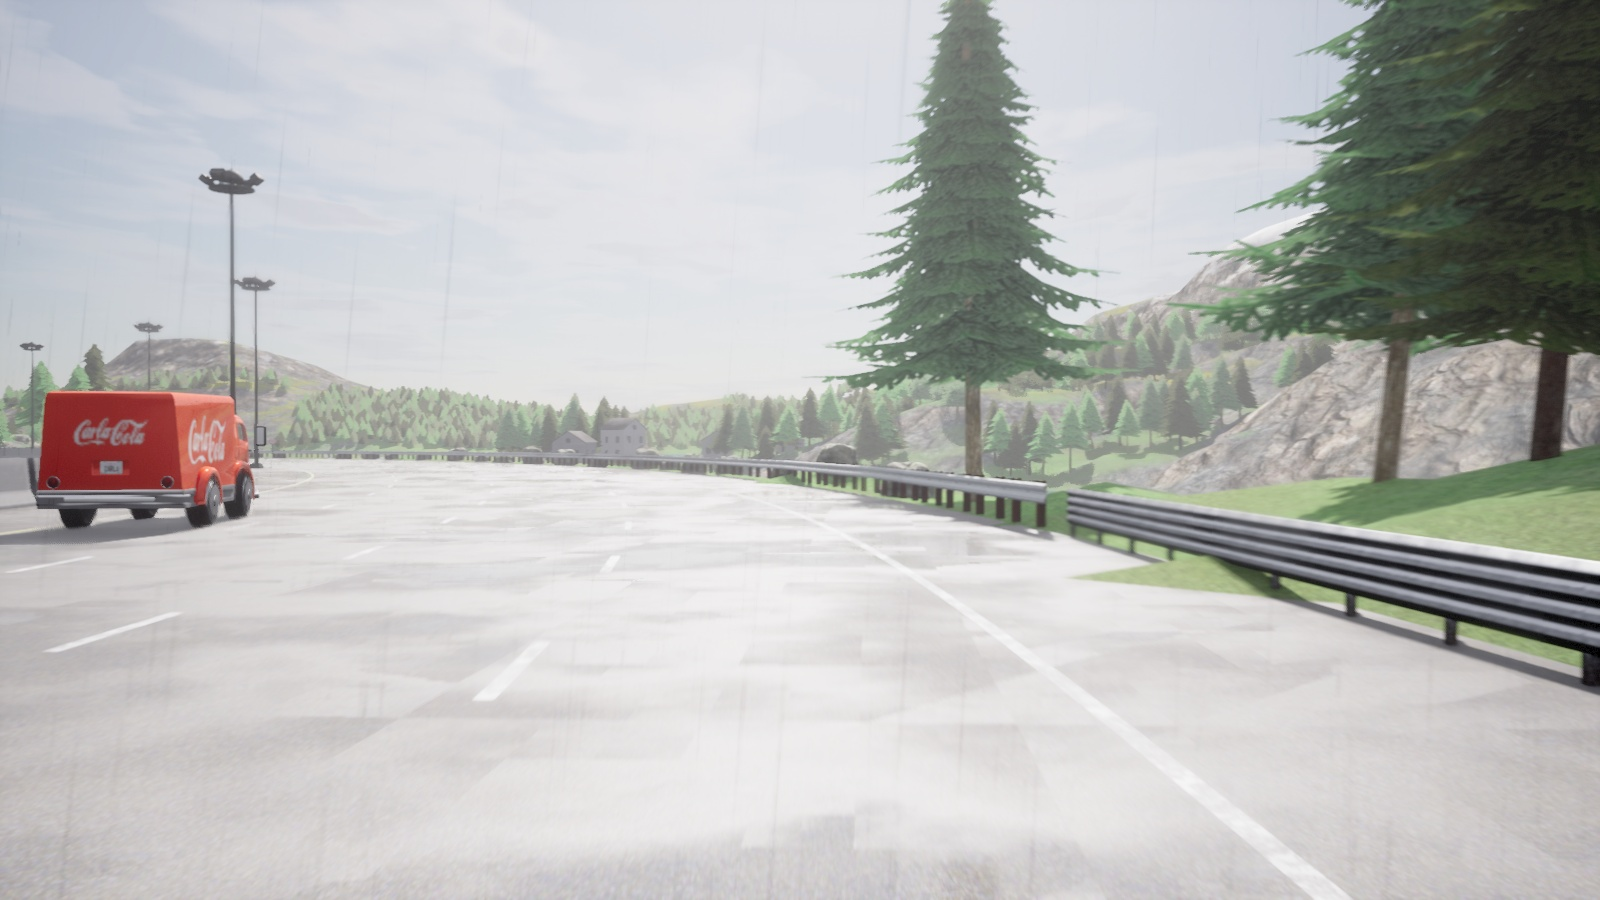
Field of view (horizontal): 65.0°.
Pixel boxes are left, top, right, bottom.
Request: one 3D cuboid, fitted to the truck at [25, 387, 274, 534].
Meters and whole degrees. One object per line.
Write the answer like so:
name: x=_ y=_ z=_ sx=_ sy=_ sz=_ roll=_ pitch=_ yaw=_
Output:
truck: x=-12.100 y=0.148 z=23.892 sx=2.627 sy=2.467 sz=5.204 roll=0 pitch=1 yaw=-8
